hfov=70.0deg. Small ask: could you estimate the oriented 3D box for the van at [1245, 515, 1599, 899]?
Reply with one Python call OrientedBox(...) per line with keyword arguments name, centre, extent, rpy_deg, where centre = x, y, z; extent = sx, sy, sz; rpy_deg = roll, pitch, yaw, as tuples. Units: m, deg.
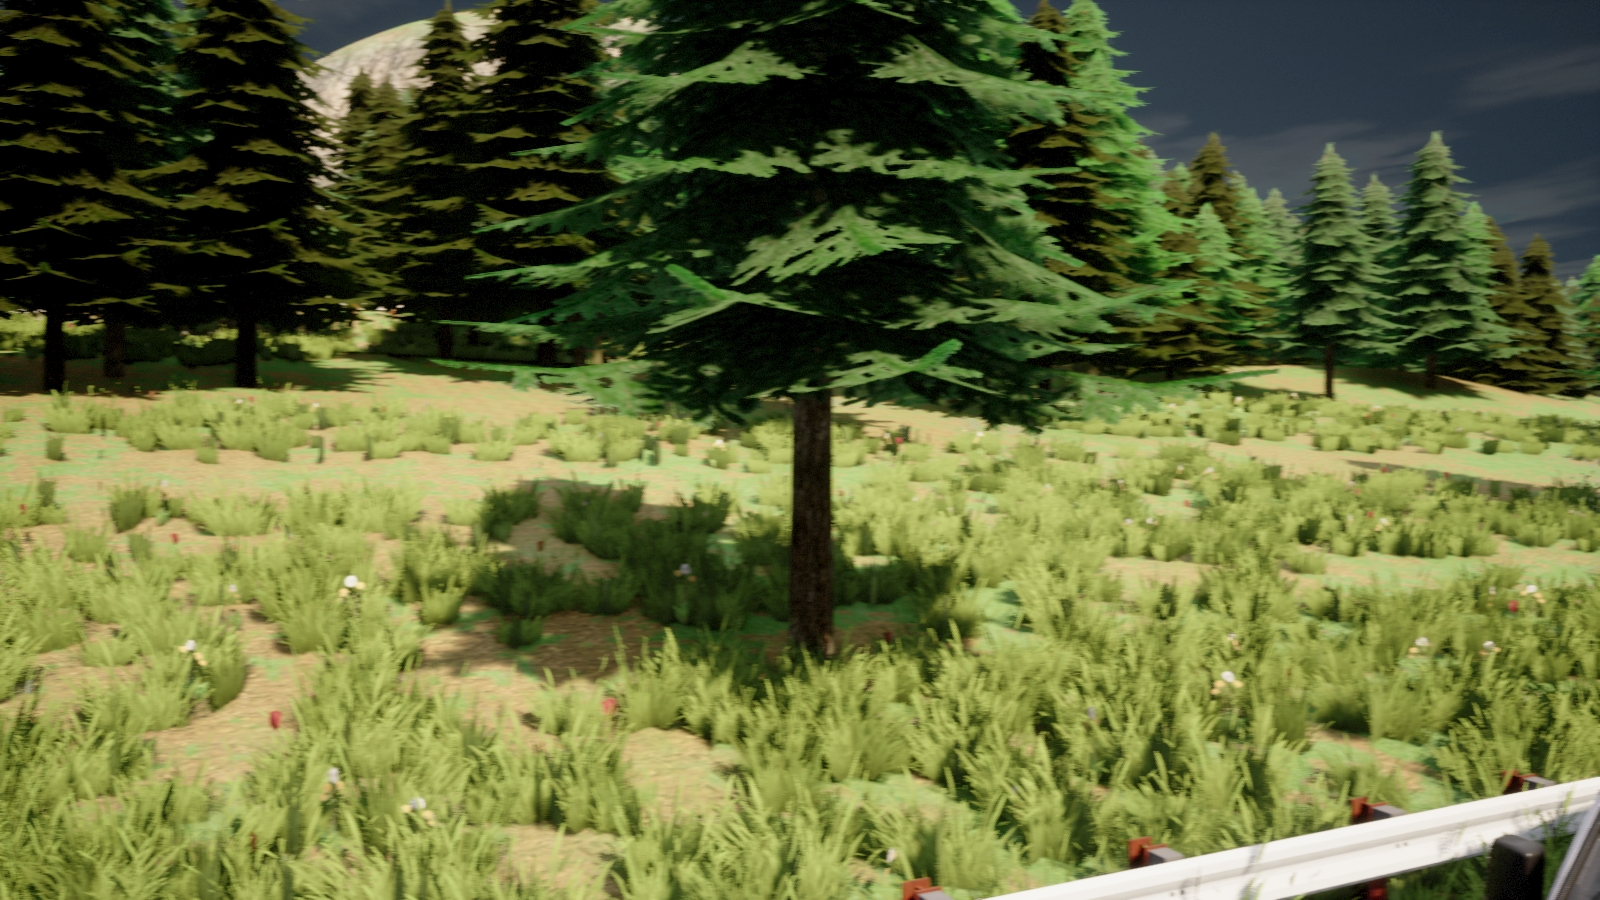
OrientedBox(name="van", centre=(4.033, 1.488, 3.363), extent=(5.915, 2.561, 1.988), rpy_deg=(0, 0, -33))
